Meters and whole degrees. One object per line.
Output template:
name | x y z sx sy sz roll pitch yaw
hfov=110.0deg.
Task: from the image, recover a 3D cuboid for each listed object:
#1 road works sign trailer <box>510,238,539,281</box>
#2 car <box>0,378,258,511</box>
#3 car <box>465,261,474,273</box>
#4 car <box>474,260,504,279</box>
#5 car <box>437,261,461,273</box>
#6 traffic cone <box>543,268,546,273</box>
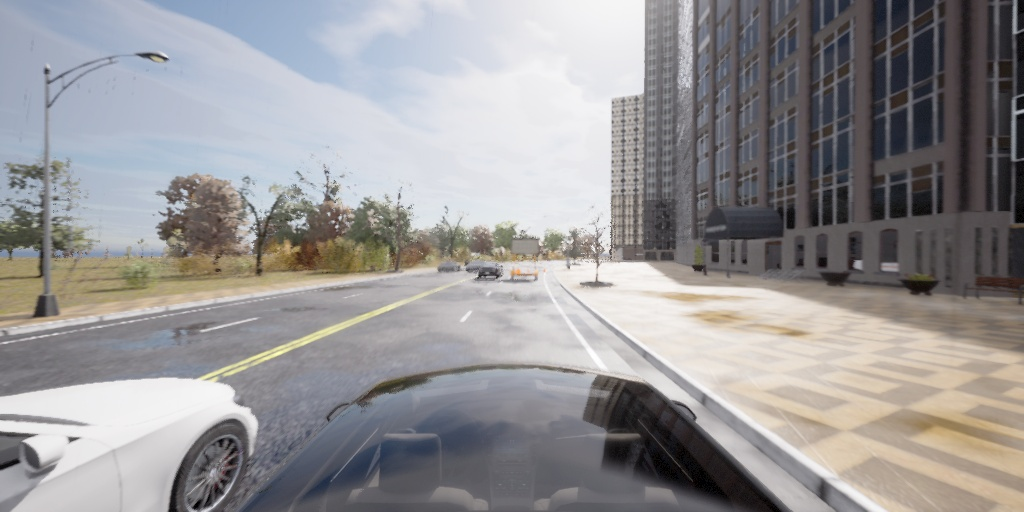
road works sign trailer | 1.096 0.220 30.698 2.380 3.560 2.880 0 0 5
car | -3.130 1.261 1.166 1.812 1.442 4.674 0 0 0
car | -4.232 1.253 43.158 1.812 1.442 4.674 0 0 7
car | -1.879 1.266 32.301 1.812 1.442 4.674 0 0 5
car | -7.512 1.275 43.027 1.994 1.385 4.181 0 0 7
traffic cone | 3.917 1.725 43.491 0.340 0.580 0.340 0 0 5
